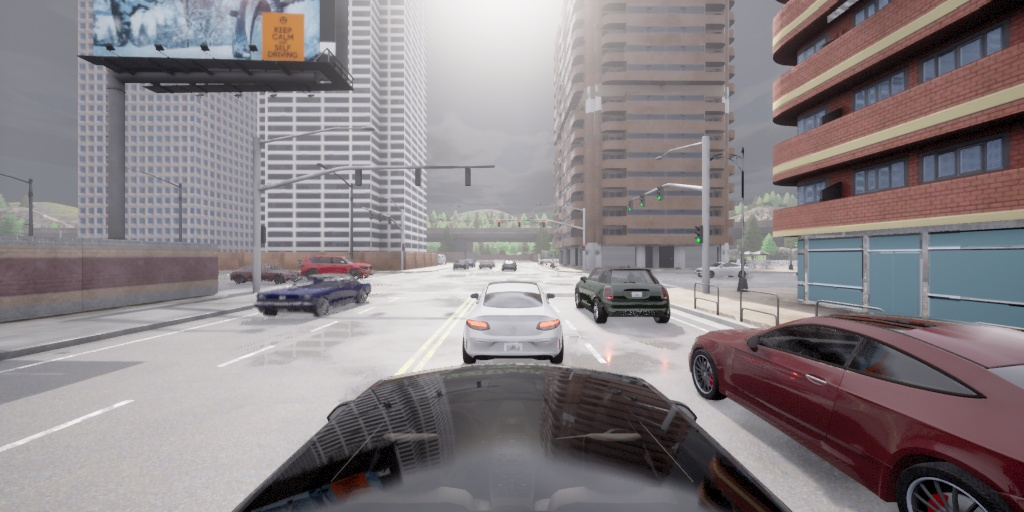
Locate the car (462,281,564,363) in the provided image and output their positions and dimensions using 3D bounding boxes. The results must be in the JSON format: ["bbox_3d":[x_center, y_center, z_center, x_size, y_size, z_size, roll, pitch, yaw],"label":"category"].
[{"bbox_3d":[0.017,1.276,7.986,1.812,1.442,4.674,0,0,0],"label":"car"}]

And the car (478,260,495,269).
[{"bbox_3d":[-4.012,1.276,55.012,1.812,1.442,4.674,0,0,-1],"label":"car"}]

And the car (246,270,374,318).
[{"bbox_3d":[-6.986,1.351,13.182,1.895,1.301,4.718,0,0,1],"label":"car"}]

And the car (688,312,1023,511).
[{"bbox_3d":[3.580,1.276,3.482,1.812,1.442,4.674,0,0,0],"label":"car"}]

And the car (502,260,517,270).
[{"bbox_3d":[-0.386,1.314,50.884,1.994,1.385,4.181,0,0,1],"label":"car"}]

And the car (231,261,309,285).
[{"bbox_3d":[-17.501,1.276,25.641,4.674,1.442,1.812,0,0,3],"label":"car"}]

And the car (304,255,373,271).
[{"bbox_3d":[-14.383,0.971,29.570,5.566,2.045,2.150,0,0,-4],"label":"car"}]

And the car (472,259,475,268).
[{"bbox_3d":[-7.549,1.228,62.991,1.882,1.535,5.008,0,0,0],"label":"car"}]

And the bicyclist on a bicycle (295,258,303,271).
[{"bbox_3d":[-25.974,1.051,43.748,0.582,1.620,1.656,0,0,0],"label":"bicyclist on a bicycle"}]

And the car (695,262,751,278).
[{"bbox_3d":[19.387,1.276,33.064,4.674,1.442,1.812,0,0,0],"label":"car"}]

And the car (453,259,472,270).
[{"bbox_3d":[-7.498,1.228,52.970,1.882,1.535,5.008,0,0,0],"label":"car"}]

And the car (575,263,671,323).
[{"bbox_3d":[3.499,1.102,12.201,2.097,1.767,4.553,0,0,0],"label":"car"}]
